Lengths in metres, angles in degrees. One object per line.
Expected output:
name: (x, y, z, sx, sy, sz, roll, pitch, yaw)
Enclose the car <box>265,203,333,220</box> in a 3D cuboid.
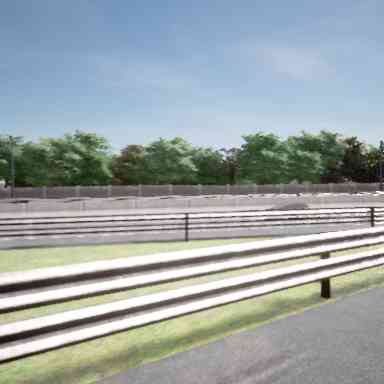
car: (7.338, 1.463, 23.010, 4.674, 1.442, 1.812, -1, 1, -11)
